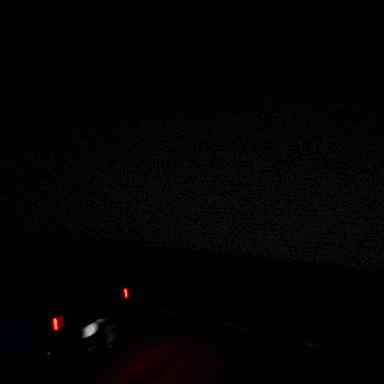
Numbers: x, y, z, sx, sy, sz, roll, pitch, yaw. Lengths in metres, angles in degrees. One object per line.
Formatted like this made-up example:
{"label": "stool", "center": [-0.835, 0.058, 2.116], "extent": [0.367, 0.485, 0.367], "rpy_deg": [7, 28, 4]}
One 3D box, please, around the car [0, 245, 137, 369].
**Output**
{"label": "car", "center": [-3.347, 1.576, 5.501], "extent": [4.718, 1.301, 1.895], "rpy_deg": [0, 0, 27]}
